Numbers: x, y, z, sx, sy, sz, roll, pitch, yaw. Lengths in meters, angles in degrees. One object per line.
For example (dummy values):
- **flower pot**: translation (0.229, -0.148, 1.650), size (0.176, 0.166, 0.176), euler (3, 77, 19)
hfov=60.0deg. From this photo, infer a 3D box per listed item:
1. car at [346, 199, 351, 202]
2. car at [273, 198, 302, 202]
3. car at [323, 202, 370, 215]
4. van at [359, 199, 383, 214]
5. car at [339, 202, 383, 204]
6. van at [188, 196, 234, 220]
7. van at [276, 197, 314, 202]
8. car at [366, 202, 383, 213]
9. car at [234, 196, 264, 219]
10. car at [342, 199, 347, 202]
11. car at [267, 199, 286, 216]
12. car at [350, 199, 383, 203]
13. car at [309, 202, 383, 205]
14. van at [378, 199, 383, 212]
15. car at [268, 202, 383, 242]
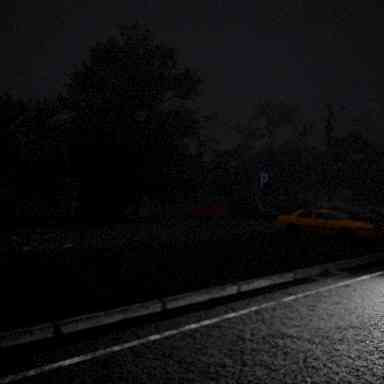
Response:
- **car**: translation (17.268, 1.981, 40.643), size (2.097, 1.535, 5.008), euler (2, -1, -35)
- **car**: translation (8.247, 1.737, 34.210), size (2.231, 1.521, 4.892), euler (2, -1, -35)
- **car**: translation (19.523, 2.044, 42.250), size (2.231, 1.521, 4.892), euler (2, -1, -35)
- **van**: translation (26.356, 2.001, 46.985), size (1.878, 1.987, 4.442), euler (2, -1, -35)
- **car**: translation (11.146, 1.619, 20.228), size (2.097, 1.535, 5.008), euler (1, -1, -35)
- **van**: translation (1.318, 1.349, 29.421), size (1.878, 1.987, 4.442), euler (1, -1, -35)
- **van**: translation (10.436, 1.572, 35.921), size (1.878, 1.987, 4.442), euler (2, -1, -35)
- **car**: translation (28.536, 2.287, 48.689), size (2.097, 1.535, 5.008), euler (2, -1, -35)
- **car**: translation (3.725, 1.370, 31.027), size (2.435, 2.045, 5.566), euler (1, -1, -35)
- **car**: translation (14.910, 1.917, 38.962), size (2.097, 1.535, 5.008), euler (2, -1, -35)
- **car**: translation (6.098, 1.674, 32.458), size (1.946, 1.575, 5.366), euler (1, -1, -35)
- **car**: translation (13.394, 1.547, 21.862), size (2.185, 1.767, 4.553), euler (2, -1, -35)
- **car**: translation (8.889, 1.574, 18.618), size (2.231, 1.521, 4.892), euler (1, -1, -35)
- **van**: translation (30.745, 2.135, 50.114), size (1.878, 1.987, 4.442), euler (2, -1, -35)
- **car**: translation (6.746, 1.533, 16.855), size (1.946, 1.575, 5.366), euler (1, -1, -35)
